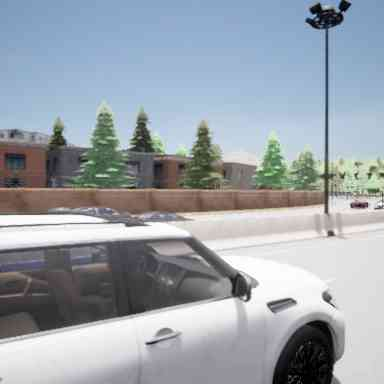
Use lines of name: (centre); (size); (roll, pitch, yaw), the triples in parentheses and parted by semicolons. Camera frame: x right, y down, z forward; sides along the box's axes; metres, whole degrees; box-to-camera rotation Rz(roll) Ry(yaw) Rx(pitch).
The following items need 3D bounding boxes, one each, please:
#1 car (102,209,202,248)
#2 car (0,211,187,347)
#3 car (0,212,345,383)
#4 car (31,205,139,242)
car: (-1.809, 1.588, 15.610); (4.181, 1.385, 1.994); (0, 0, -36)
car: (-2.559, 1.356, 6.226); (4.553, 1.767, 2.097); (0, 0, -35)
car: (-0.886, 1.225, 3.125); (5.566, 2.045, 2.150); (0, 0, -35)
car: (-5.472, 1.509, 17.292); (4.902, 1.511, 2.128); (0, 0, -36)
